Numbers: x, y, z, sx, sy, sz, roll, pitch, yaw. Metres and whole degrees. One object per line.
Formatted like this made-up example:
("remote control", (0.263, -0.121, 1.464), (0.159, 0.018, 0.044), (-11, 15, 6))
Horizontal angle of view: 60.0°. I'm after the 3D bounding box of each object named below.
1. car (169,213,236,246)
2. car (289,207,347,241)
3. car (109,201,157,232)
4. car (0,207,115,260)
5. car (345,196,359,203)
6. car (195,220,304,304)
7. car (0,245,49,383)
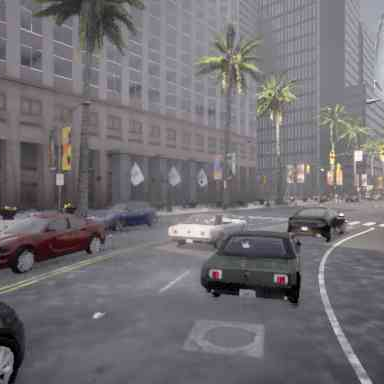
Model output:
("car", (0.923, 1.601, 14.831), (1.895, 1.301, 4.718), (0, 0, 27))
("car", (6.471, 1.478, 16.944), (1.882, 1.535, 5.008), (0, 0, 35))
("car", (-4.195, 1.351, 20.329), (2.097, 1.767, 4.553), (0, 0, 33))
("car", (-4.875, 1.477, 11.009), (1.882, 1.535, 5.008), (0, 0, 21))
("car", (34.834, 1.513, 72.205), (2.161, 1.482, 4.786), (0, 0, 40))
("car", (1.737, 1.601, 8.300), (1.895, 1.301, 4.718), (0, 0, 18))
("car", (-3.036, 1.506, 2.058), (1.837, 1.490, 4.892), (0, 0, 4))
